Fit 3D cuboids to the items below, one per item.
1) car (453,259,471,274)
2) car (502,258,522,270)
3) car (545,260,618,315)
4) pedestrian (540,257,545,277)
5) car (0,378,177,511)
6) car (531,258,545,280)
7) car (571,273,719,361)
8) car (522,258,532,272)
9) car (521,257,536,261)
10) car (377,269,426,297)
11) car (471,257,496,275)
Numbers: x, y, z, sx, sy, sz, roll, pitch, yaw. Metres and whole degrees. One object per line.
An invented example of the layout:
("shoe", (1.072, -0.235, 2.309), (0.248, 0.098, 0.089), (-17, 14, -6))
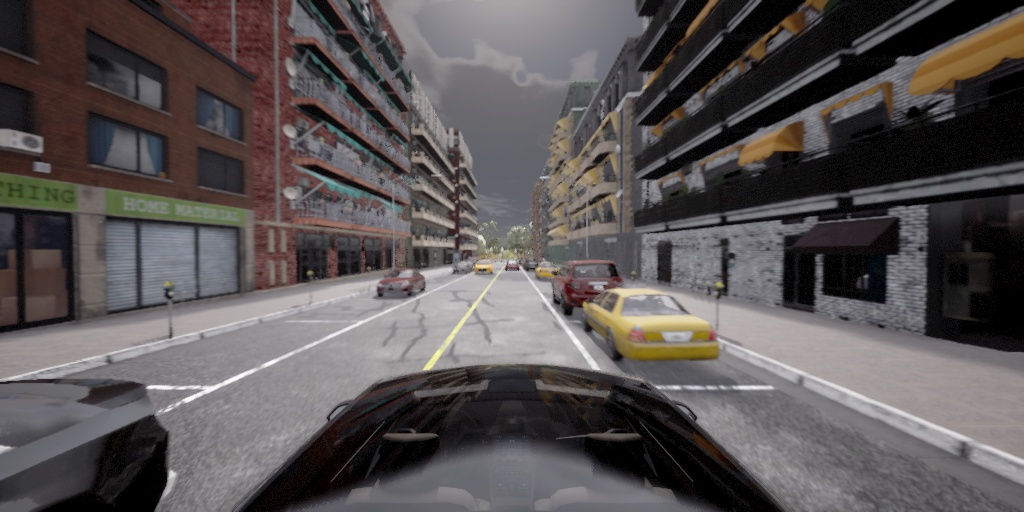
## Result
("car", (-5.696, 1.293, 41.070), (2.007, 1.370, 4.403), (0, 0, 0))
("car", (0.052, 1.306, 50.982), (1.994, 1.385, 4.181), (0, 0, 0))
("car", (2.693, 1.064, 13.497), (2.192, 1.841, 5.009), (0, 0, 0))
("pedestrian", (2.974, 1.040, 34.521), (0.375, 1.860, 0.375), (-1, 1, 0))
("car", (-3.087, 1.242, 0.208), (2.128, 1.511, 4.902), (0, 0, 0))
("car", (2.996, 1.202, 31.544), (1.801, 1.575, 5.366), (0, 0, 0))
("car", (2.698, 1.275, 8.143), (1.751, 1.417, 4.829), (0, 0, 0))
("car", (2.684, 1.310, 46.642), (1.948, 1.339, 4.313), (0, 0, 0))
("car", (2.684, 1.058, 52.166), (2.192, 1.841, 5.009), (0, 0, 0))
("car", (-5.693, 1.328, 18.973), (1.802, 1.307, 4.207), (0, 0, 0))
("car", (-3.083, 1.221, 39.933), (1.882, 1.535, 5.008), (0, 0, 0))
